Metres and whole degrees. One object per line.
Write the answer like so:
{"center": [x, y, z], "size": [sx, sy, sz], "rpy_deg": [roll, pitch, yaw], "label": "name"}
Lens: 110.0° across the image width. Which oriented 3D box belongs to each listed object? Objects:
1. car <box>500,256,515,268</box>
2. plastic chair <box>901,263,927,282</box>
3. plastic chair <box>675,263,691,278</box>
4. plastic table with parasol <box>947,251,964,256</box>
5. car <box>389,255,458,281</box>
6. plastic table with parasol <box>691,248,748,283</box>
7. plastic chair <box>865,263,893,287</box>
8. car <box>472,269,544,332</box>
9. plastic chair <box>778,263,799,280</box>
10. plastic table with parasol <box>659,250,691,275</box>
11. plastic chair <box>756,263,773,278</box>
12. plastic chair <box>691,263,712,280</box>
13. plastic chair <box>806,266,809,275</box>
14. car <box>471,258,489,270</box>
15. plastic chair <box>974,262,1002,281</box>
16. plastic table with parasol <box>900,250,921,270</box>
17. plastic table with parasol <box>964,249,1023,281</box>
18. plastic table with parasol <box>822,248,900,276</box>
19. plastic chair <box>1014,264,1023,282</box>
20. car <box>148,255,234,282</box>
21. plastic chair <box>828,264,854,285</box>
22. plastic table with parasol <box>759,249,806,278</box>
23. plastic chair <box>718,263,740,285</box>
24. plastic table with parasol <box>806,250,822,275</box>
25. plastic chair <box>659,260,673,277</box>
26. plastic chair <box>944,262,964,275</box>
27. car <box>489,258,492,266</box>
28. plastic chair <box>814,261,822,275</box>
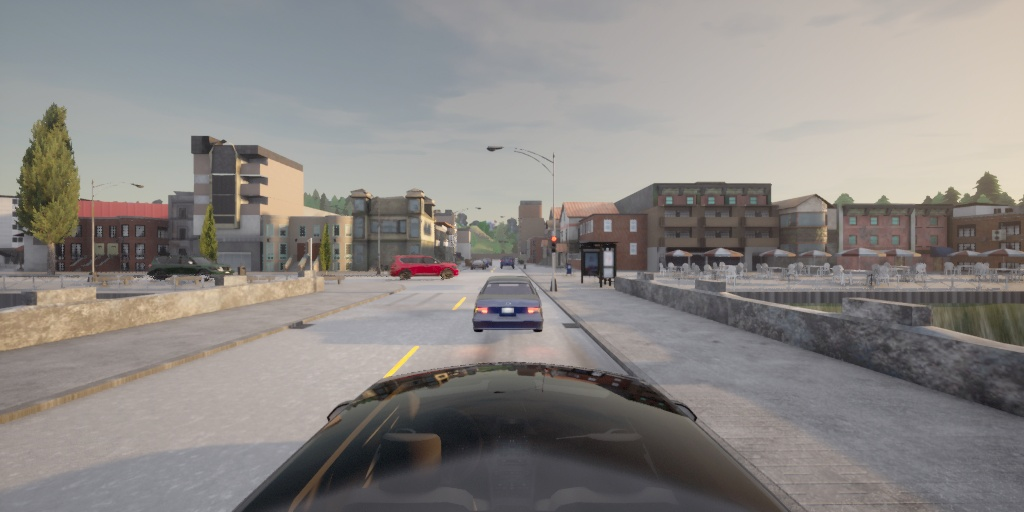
{"center": [-0.762, 0.971, 58.999], "size": [2.150, 2.045, 5.566], "rpy_deg": [0, 0, -1], "label": "car"}
{"center": [30.106, 1.279, 26.838], "size": [0.750, 1.272, 0.730], "rpy_deg": [0, 0, -1], "label": "plastic chair"}
{"center": [15.329, 1.279, 32.025], "size": [0.750, 1.272, 0.730], "rpy_deg": [0, 0, -1], "label": "plastic chair"}
{"center": [46.169, 0.675, 36.452], "size": [2.482, 2.480, 2.482], "rpy_deg": [0, 0, -1], "label": "plastic table with parasol"}
{"center": [-7.291, 0.974, 29.835], "size": [5.566, 2.045, 2.150], "rpy_deg": [0, 1, -16], "label": "car"}
{"center": [14.794, 0.675, 25.477], "size": [2.482, 2.480, 2.482], "rpy_deg": [0, 0, -1], "label": "plastic table with parasol"}
{"center": [23.363, 1.279, 22.841], "size": [0.750, 1.272, 0.730], "rpy_deg": [0, 0, -1], "label": "plastic chair"}
{"center": [-0.104, 1.297, 10.772], "size": [2.033, 1.411, 5.357], "rpy_deg": [0, 0, 0], "label": "car"}
{"center": [22.373, 1.279, 29.027], "size": [0.750, 1.272, 0.730], "rpy_deg": [0, 0, -1], "label": "plastic chair"}
{"center": [15.431, 0.675, 33.307], "size": [2.482, 2.480, 2.482], "rpy_deg": [0, 0, -1], "label": "plastic table with parasol"}
{"center": [21.253, 1.279, 30.411], "size": [0.730, 1.272, 0.750], "rpy_deg": [0, 0, -1], "label": "plastic chair"}
{"center": [13.522, 1.279, 25.599], "size": [0.730, 1.272, 0.750], "rpy_deg": [0, 0, -1], "label": "plastic chair"}
{"center": [28.285, 1.279, 35.213], "size": [0.730, 1.272, 0.750], "rpy_deg": [0, 0, -1], "label": "plastic chair"}
{"center": [-4.866, 1.276, 52.399], "size": [1.812, 1.442, 4.674], "rpy_deg": [0, 0, 1], "label": "car"}
{"center": [36.262, 1.279, 27.325], "size": [0.730, 1.272, 0.750], "rpy_deg": [0, 0, -1], "label": "plastic chair"}
{"center": [30.097, 0.675, 28.118], "size": [2.482, 2.480, 2.482], "rpy_deg": [0, 0, -1], "label": "plastic table with parasol"}
{"center": [37.391, 0.675, 27.254], "size": [2.482, 2.480, 2.482], "rpy_deg": [0, 0, -1], "label": "plastic table with parasol"}
{"center": [23.443, 0.675, 24.192], "size": [2.482, 2.480, 2.482], "rpy_deg": [0, 0, -1], "label": "plastic table with parasol"}
{"center": [37.420, 1.279, 25.944], "size": [0.750, 1.272, 0.730], "rpy_deg": [0, 0, -1], "label": "plastic chair"}
{"center": [-25.319, 0.968, 28.381], "size": [5.566, 2.045, 2.150], "rpy_deg": [0, 0, -1], "label": "car"}
{"center": [22.243, 1.279, 24.224], "size": [0.730, 1.272, 0.750], "rpy_deg": [0, 0, -1], "label": "plastic chair"}
{"center": [22.454, 0.675, 30.378], "size": [2.482, 2.480, 2.482], "rpy_deg": [0, 0, -1], "label": "plastic table with parasol"}
{"center": [14.642, 1.279, 24.215], "size": [0.750, 1.272, 0.730], "rpy_deg": [0, 0, -1], "label": "plastic chair"}
{"center": [29.714, 0.675, 35.204], "size": [2.482, 2.480, 2.482], "rpy_deg": [0, 0, -1], "label": "plastic table with parasol"}
{"center": [14.209, 1.279, 33.409], "size": [0.730, 1.272, 0.750], "rpy_deg": [0, 0, -1], "label": "plastic chair"}
{"center": [44.967, 1.279, 36.554], "size": [0.730, 1.272, 0.750], "rpy_deg": [0, 0, -1], "label": "plastic chair"}
{"center": [-4.979, 1.227, 61.637], "size": [1.882, 1.535, 5.008], "rpy_deg": [0, 0, -1], "label": "car"}
{"center": [29.405, 1.279, 33.829], "size": [0.750, 1.272, 0.730], "rpy_deg": [0, 0, -1], "label": "plastic chair"}
